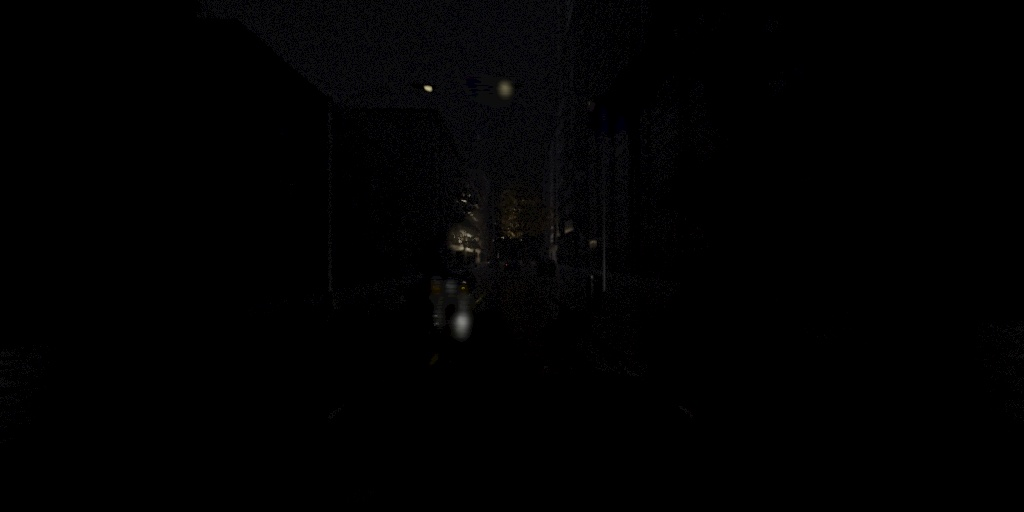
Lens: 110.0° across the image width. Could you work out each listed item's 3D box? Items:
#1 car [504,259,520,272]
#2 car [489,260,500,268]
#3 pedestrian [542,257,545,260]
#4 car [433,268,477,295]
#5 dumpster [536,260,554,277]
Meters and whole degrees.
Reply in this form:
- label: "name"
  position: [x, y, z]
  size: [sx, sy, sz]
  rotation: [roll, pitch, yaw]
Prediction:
- label: "car"
  position: [0.044, 1.211, 48.597]
  size: [2.097, 1.767, 4.553]
  rotation: [0, 0, 1]
- label: "car"
  position: [-3.020, 1.425, 62.898]
  size: [2.033, 1.411, 5.357]
  rotation: [0, 0, 1]
- label: "pedestrian"
  position: [3.132, 0.976, 35.359]
  size: [0.375, 1.860, 0.375]
  rotation: [0, 0, -15]
- label: "car"
  position: [-3.100, 1.361, 20.113]
  size: [1.994, 1.385, 4.181]
  rotation: [0, 0, 0]
- label: "dumpster"
  position: [3.133, 1.228, 34.208]
  size: [1.020, 1.700, 1.940]
  rotation: [0, 0, 0]
